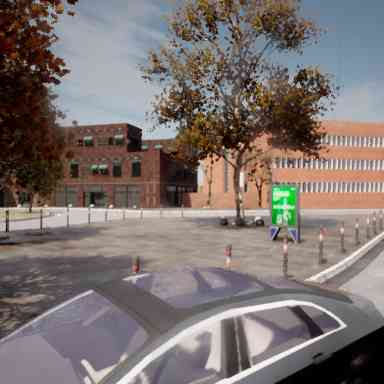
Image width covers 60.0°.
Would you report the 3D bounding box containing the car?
[{"bbox_3d":[-0.300,1.491,2.636,4.902,1.511,2.128,0,0,-35],"label":"car"}]
